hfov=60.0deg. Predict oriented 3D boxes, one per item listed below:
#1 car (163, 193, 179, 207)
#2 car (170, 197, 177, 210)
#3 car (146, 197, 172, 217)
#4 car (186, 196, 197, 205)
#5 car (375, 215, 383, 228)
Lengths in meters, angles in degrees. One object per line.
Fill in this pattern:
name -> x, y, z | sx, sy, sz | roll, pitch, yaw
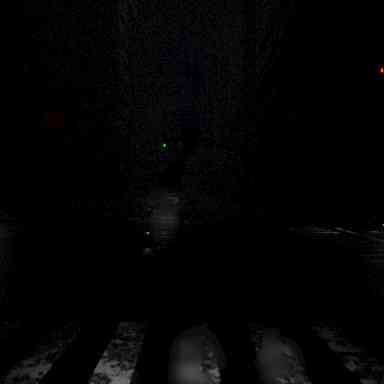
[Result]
car -> -3.262, 1.210, 52.114 | 2.150, 2.045, 5.566 | 0, 0, 0
car -> -3.243, 1.591, 41.524 | 1.895, 1.301, 4.718 | 0, 0, 0
car -> -3.206, 1.518, 31.564 | 1.812, 1.442, 4.674 | 0, 0, -1
car -> -0.082, 1.535, 59.173 | 2.033, 1.411, 5.357 | 0, 0, 0
car -> 13.496, 1.652, 19.561 | 4.718, 1.301, 1.895 | 0, 1, 0
